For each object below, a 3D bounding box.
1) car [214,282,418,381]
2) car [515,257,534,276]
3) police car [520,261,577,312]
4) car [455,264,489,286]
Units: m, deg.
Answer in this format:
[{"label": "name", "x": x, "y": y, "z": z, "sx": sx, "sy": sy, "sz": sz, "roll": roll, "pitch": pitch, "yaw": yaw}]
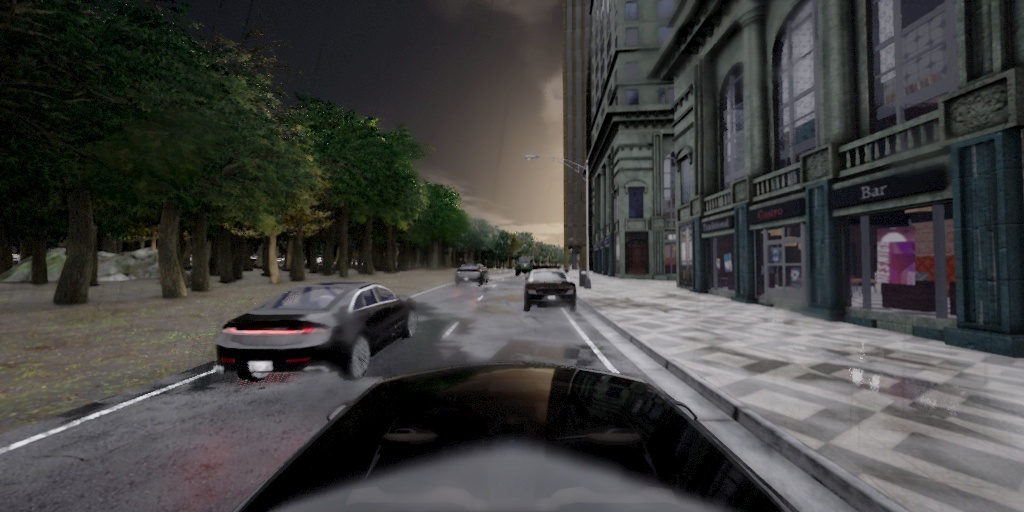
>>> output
[{"label": "car", "x": -3.328, "y": 1.258, "z": 7.212, "sx": 2.128, "sy": 1.511, "sz": 4.902, "roll": 0, "pitch": 0, "yaw": 1}, {"label": "car", "x": 1.601, "y": 1.162, "z": 39.983, "sx": 2.150, "sy": 2.045, "sz": 5.566, "roll": 0, "pitch": -1, "yaw": 5}, {"label": "police car", "x": 1.411, "y": 1.197, "z": 14.567, "sx": 1.930, "sy": 1.638, "sz": 5.238, "roll": 0, "pitch": 0, "yaw": 2}, {"label": "car", "x": -2.764, "y": 1.297, "z": 25.447, "sx": 2.128, "sy": 1.511, "sz": 4.902, "roll": 0, "pitch": 0, "yaw": 3}]
